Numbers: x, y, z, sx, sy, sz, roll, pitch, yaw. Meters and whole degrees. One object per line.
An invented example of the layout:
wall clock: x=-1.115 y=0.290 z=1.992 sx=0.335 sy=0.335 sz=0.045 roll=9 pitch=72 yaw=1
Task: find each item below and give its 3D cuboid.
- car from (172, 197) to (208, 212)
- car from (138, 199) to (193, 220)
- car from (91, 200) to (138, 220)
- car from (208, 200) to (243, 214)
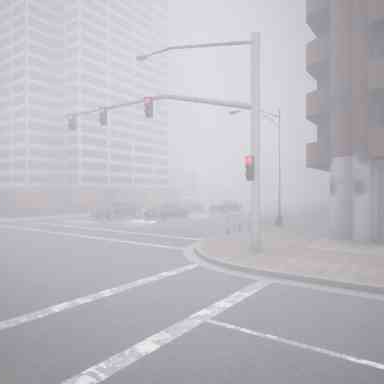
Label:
car: x=-0.518 y=1.564 z=36.312 sx=1.994 sy=1.385 sz=4.181 roll=0 pitch=0 yaw=35
car: x=-2.131 y=1.564 z=27.947 sx=1.994 sy=1.385 sz=4.181 roll=0 pitch=0 yaw=35
car: x=-6.241 y=1.505 z=28.188 sx=1.837 sy=1.490 sz=4.892 roll=0 pitch=0 yaw=35
car: x=3.744 y=1.601 z=36.280 sx=1.895 sy=1.301 sz=4.718 roll=0 pitch=0 yaw=35
